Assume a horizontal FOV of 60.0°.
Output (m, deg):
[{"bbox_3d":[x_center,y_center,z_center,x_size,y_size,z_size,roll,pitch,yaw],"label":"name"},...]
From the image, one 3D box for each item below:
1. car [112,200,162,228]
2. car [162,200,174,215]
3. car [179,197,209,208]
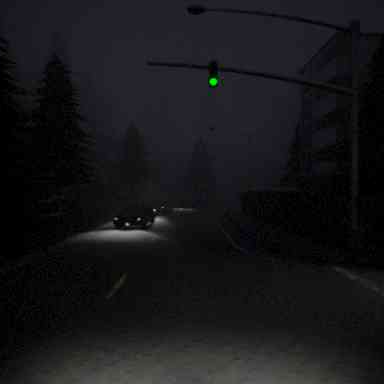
[{"bbox_3d":[-3.520,1.423,21.438,2.033,1.411,5.357,0,0,3],"label":"car"},{"bbox_3d":[-3.006,1.419,31.433,1.895,1.301,4.718,0,0,8],"label":"car"},{"bbox_3d":[0.377,1.300,42.709,2.033,1.411,5.357,0,0,28],"label":"car"}]
